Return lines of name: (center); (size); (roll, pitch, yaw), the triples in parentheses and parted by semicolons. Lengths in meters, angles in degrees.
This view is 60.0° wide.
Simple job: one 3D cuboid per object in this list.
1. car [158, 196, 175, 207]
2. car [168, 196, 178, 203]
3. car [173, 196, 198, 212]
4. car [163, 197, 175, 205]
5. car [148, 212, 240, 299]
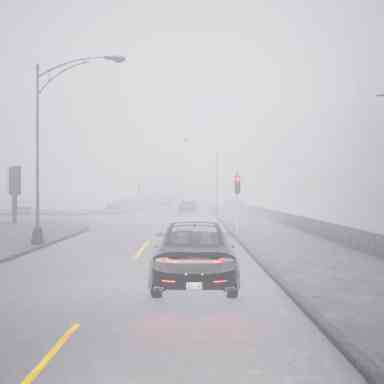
car: (-4.118, 1.547, 50.860); (2.033, 1.411, 5.357); (0, 0, 0)
car: (-4.029, 1.552, 70.343); (1.994, 1.385, 4.181); (0, 0, 0)
car: (-0.404, 1.491, 37.128); (2.128, 1.511, 4.902); (0, 0, 7)
car: (-4.094, 1.600, 60.526); (1.895, 1.301, 4.718); (0, 0, 0)
car: (0.059, 1.491, 8.469); (2.128, 1.511, 4.902); (0, 0, 0)
